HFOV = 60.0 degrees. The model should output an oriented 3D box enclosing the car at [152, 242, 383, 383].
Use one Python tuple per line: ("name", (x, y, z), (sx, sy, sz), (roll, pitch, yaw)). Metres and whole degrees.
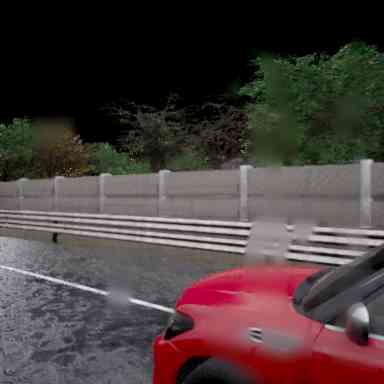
("car", (2.277, 1.223, 2.370), (5.566, 2.045, 2.150), (0, 0, 35))
